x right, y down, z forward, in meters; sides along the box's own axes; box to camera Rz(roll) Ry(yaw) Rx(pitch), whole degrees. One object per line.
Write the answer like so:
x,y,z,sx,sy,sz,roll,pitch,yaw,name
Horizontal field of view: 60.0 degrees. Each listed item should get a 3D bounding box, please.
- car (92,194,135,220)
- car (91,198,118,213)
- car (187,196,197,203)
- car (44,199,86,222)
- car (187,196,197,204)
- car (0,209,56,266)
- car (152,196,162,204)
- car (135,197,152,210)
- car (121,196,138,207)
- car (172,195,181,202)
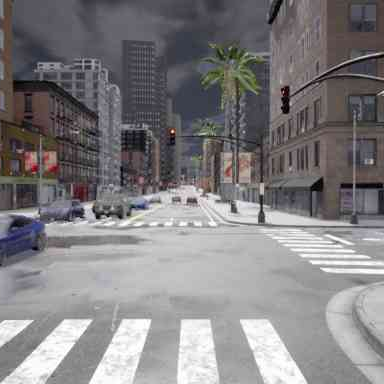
-6.644,1.214,28.545,2.150,2.045,5.566,0,0,0,car
-9.920,1.467,38.093,1.882,1.535,5.008,0,0,0,car
-0.046,1.501,71.377,1.994,1.385,4.181,0,0,0,car
-9.891,1.346,25.777,2.097,1.767,4.553,0,0,0,car
-0.001,1.439,61.335,1.882,1.535,5.008,0,0,0,car
-6.616,1.539,11.327,1.812,1.442,4.674,0,1,0,car
-6.644,1.487,61.232,1.812,1.442,4.674,0,0,1,car
-6.666,1.465,42.350,1.882,1.535,5.008,0,1,0,car
-9.923,1.453,53.138,1.882,1.535,5.008,0,0,0,car
-3.285,1.438,70.908,2.128,1.511,4.902,0,0,0,car
